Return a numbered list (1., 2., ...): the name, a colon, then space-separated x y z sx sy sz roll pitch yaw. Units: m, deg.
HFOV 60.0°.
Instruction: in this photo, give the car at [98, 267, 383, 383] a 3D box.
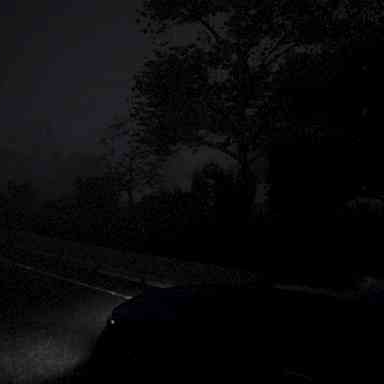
1. car: 1.076 1.530 3.322 4.674 1.442 1.812 0 0 36
